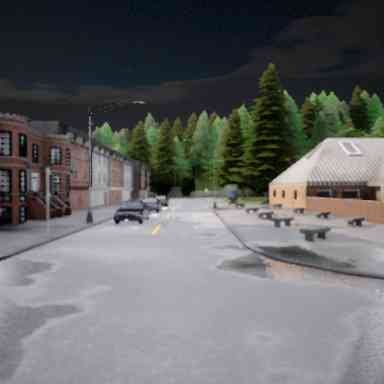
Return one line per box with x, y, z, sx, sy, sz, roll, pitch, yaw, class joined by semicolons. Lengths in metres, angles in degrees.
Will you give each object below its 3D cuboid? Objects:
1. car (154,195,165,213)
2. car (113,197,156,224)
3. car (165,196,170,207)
-4.067;1.254;33.002;1.812;1.442;4.674;0;0;0;car
-4.072;1.354;23.390;2.033;1.411;5.357;0;0;0;car
-4.027;1.169;43.287;1.812;1.442;4.674;0;0;1;car
